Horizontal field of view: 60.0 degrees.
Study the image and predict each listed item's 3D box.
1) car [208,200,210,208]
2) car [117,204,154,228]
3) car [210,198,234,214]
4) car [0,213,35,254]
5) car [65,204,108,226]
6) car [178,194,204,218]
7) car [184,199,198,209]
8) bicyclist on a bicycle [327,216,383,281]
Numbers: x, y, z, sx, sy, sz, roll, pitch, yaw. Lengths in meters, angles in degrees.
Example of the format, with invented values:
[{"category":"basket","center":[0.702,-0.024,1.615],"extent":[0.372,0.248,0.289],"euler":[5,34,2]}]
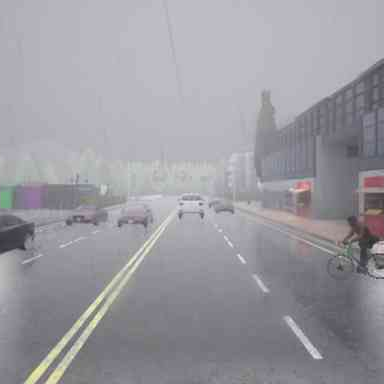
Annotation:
[{"category":"car","center":[3.299,1.514,46.806],"extent":[1.812,1.442,4.674],"euler":[0,0,0]},{"category":"car","center":[-3.669,1.520,22.235],"extent":[1.812,1.442,4.674],"euler":[0,0,0]},{"category":"car","center":[3.378,1.539,35.618],"extent":[2.033,1.411,5.357],"euler":[0,0,0]},{"category":"car","center":[-7.183,1.475,11.254],"extent":[1.882,1.535,5.008],"euler":[0,0,0]},{"category":"car","center":[-7.226,1.558,23.207],"extent":[1.994,1.385,4.181],"euler":[0,0,0]},{"category":"car","center":[-0.066,1.209,30.191],"extent":[2.150,2.045,5.566],"euler":[0,-1,0]},{"category":"car","center":[-0.133,1.590,45.625],"extent":[1.895,1.301,4.718],"euler":[0,0,0]},{"category":"bicyclist on a bicycle","center":[4.234,1.434,8.422],"extent":[1.656,1.620,0.582],"euler":[-1,0,-1]}]
